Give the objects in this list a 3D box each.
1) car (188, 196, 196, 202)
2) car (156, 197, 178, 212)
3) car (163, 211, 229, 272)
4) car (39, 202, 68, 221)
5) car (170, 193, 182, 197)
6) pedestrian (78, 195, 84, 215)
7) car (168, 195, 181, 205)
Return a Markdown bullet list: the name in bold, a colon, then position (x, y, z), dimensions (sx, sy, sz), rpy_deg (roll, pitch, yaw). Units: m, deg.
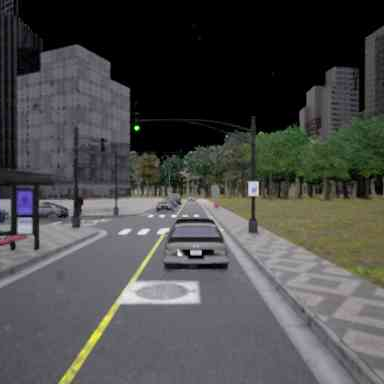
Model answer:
- **car**: position (-0.109, 1.622, 78.961), dimensions (1.895, 1.301, 4.718), rpy_deg (0, 0, 0)
- **car**: position (-3.105, 1.593, 39.432), dimensions (1.994, 1.385, 4.181), rpy_deg (0, 0, 0)
- **car**: position (0.096, 1.561, 10.781), dimensions (2.033, 1.411, 5.357), rpy_deg (0, 0, 0)
- **car**: position (-12.222, 1.546, 26.829), dimensions (4.181, 1.385, 1.994), rpy_deg (0, 0, 2)
- **car**: position (-3.051, 1.254, 60.054), dimensions (2.150, 2.045, 5.566), rpy_deg (0, 0, 0)
- **pedestrian**: position (-10.089, 1.109, 29.837), dimensions (0.375, 1.860, 0.375), rpy_deg (0, 0, 1)
- **car**: position (-3.092, 1.596, 49.347), dimensions (1.994, 1.385, 4.181), rpy_deg (0, 0, 0)
